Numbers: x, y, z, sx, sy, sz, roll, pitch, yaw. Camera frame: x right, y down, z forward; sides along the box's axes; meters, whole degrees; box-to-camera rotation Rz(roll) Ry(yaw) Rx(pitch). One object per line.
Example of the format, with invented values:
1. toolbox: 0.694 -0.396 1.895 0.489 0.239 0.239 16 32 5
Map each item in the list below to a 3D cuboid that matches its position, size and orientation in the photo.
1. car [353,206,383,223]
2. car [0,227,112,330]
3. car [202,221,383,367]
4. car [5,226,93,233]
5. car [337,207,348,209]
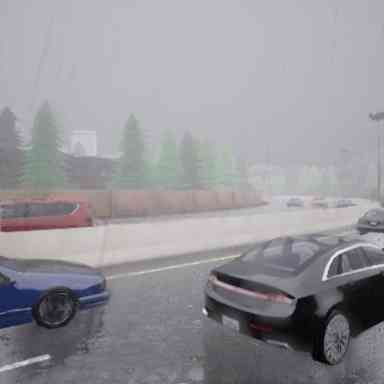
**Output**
1. car: 10.611 1.581 18.117 2.033 1.411 5.357 0 0 43
2. car: -4.092 1.574 5.232 5.357 1.411 2.033 0 0 -36
3. car: 2.418 1.505 5.869 4.902 1.511 2.128 0 0 -38
4. car: -6.493 1.276 12.408 5.566 2.045 2.150 0 0 -37
5. car: 21.172 1.659 45.675 1.994 1.385 4.181 0 0 27
